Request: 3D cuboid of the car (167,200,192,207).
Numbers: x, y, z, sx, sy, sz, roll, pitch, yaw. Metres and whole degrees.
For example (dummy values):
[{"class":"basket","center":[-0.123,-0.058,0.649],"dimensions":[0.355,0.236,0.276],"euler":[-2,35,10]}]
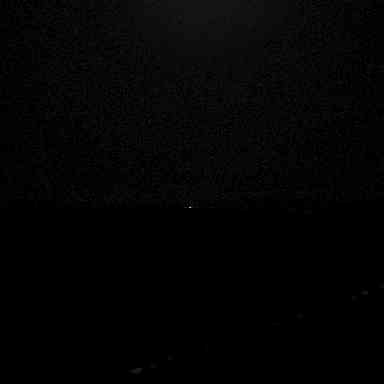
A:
[{"class":"car","center":[-2.448,2.102,61.435],"dimensions":[2.033,1.411,5.357],"euler":[1,-1,-43]}]
